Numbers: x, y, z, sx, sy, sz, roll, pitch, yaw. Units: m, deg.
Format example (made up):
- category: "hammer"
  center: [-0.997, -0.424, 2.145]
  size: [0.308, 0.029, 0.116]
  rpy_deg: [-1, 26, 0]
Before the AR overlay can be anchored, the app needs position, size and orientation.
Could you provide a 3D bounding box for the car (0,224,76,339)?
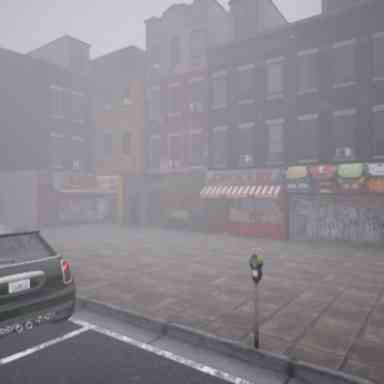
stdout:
- category: "car"
  center: [-4.151, 1.331, 5.904]
  size: [4.553, 1.767, 2.097]
  rpy_deg: [0, 0, 35]
